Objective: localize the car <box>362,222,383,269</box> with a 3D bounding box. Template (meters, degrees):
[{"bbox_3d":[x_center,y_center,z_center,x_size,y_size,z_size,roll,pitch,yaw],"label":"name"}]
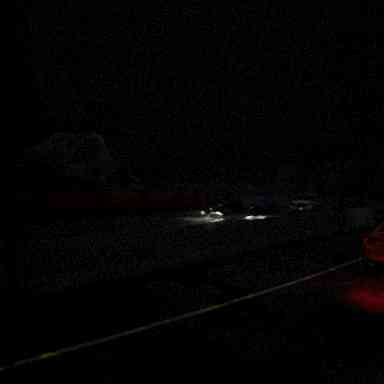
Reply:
[{"bbox_3d":[6.837,1.452,10.021,5.008,1.535,1.882,0,0,-44],"label":"car"}]

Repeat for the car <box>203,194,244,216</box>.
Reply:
[{"bbox_3d":[3.244,1.208,33.126,2.150,2.045,5.566,0,0,33],"label":"car"}]

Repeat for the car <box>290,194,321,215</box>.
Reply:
[{"bbox_3d":[11.376,1.178,33.129,2.150,2.045,5.566,0,0,29],"label":"car"}]

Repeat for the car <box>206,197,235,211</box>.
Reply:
[{"bbox_3d":[3.584,1.462,40.832,1.882,1.535,5.008,0,0,26],"label":"car"}]

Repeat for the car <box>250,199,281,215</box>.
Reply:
[{"bbox_3d":[7.400,1.449,33.287,1.882,1.535,5.008,0,0,30],"label":"car"}]
